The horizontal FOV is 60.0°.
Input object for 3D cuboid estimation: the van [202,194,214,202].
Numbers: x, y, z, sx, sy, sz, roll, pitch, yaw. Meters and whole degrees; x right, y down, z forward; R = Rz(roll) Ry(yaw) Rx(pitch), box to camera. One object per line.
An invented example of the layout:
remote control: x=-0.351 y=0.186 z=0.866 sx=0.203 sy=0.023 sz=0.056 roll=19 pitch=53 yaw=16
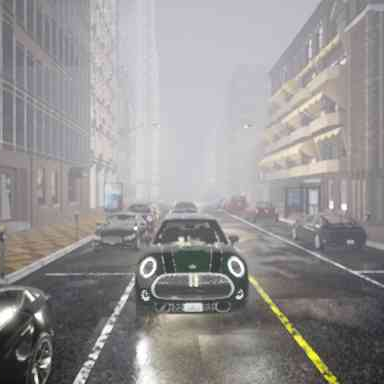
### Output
van: x=3.693 y=1.286 z=70.413 sx=1.690 sy=1.788 sz=3.998 roll=0 pitch=0 yaw=-2

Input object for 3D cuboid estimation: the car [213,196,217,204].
car: x=4.432 y=1.535 z=47.832 sx=1.802 sy=1.307 sz=4.206 roll=0 pitch=0 yaw=-2

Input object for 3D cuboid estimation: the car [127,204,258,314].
car: x=-0.054 y=1.342 z=7.824 sx=2.097 sy=1.767 sz=4.553 roll=0 pitch=0 yaw=-2

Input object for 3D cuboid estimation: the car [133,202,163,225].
car: x=-3.201 y=1.500 z=24.805 sx=1.752 sy=1.417 sz=4.829 roll=0 pitch=0 yaw=-2

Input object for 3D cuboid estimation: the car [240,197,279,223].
car: x=5.169 y=1.412 z=25.249 sx=1.967 sy=1.590 sz=4.097 roll=0 pitch=0 yaw=-2

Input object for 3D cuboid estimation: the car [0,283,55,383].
car: x=-2.469 y=1.563 z=2.393 sx=1.947 sy=1.339 sz=4.313 roll=0 pitch=0 yaw=-2

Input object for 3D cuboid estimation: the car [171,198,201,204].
car: x=-0.509 y=1.452 z=24.808 sx=1.882 sy=1.535 sz=5.008 roll=0 pitch=0 yaw=-2

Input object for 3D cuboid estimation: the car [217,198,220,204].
car: x=4.616 y=1.540 z=42.186 sx=1.802 sy=1.307 sz=4.206 roll=0 pitch=0 yaw=-2

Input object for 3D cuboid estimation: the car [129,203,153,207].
car: x=-3.023 y=1.420 z=19.331 sx=1.967 sy=1.590 sz=4.097 roll=0 pitch=0 yaw=-2

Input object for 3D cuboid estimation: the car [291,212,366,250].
car: x=5.538 y=1.533 z=13.959 sx=2.008 sy=1.369 sz=4.403 roll=0 pitch=0 yaw=-2

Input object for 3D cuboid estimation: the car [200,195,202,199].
car: x=3.510 y=1.510 z=76.059 sx=1.947 sy=1.339 sz=4.313 roll=0 pitch=0 yaw=-2

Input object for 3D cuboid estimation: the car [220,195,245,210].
car: x=4.801 y=1.277 z=36.540 sx=2.192 sy=1.841 sz=5.009 roll=0 pitch=0 yaw=-2

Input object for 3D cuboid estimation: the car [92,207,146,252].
car: x=-2.838 y=1.536 z=13.684 sx=2.008 sy=1.369 sz=4.403 roll=0 pitch=0 yaw=-2

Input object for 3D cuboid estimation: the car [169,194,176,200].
car: x=-5.420 y=1.384 z=92.723 sx=1.967 sy=1.590 sz=4.097 roll=0 pitch=0 yaw=-2
